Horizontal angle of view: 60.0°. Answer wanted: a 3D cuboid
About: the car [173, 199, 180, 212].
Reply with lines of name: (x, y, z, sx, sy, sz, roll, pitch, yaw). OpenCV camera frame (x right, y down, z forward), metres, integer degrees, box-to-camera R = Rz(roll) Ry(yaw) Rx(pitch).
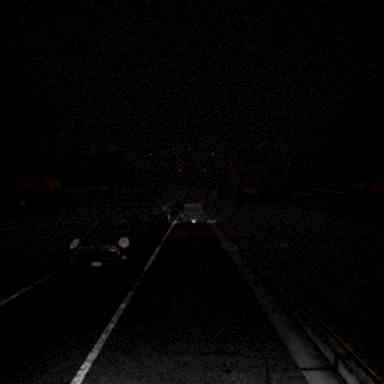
car: (-2.655, 1.796, 38.468, 1.802, 1.307, 4.206, -2, 0, 0)

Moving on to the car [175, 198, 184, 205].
car: (-2.654, 2.002, 70.611, 1.752, 1.417, 4.829, -2, 0, 0)

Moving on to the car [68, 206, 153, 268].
car: (-2.660, 1.486, 11.231, 1.967, 1.590, 4.097, -2, 0, 0)

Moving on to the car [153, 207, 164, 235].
car: (-2.653, 1.656, 16.673, 1.802, 1.307, 4.206, -1, 0, 0)

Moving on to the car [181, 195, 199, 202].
car: (0.102, 1.567, 38.545, 2.097, 1.767, 4.553, 0, 0, 0)

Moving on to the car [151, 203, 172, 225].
car: (-2.656, 1.656, 22.125, 2.008, 1.369, 4.403, -2, 0, 0)

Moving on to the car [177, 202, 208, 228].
car: (0.103, 1.637, 23.162, 1.812, 1.442, 4.674, 0, 0, 0)

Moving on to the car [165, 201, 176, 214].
car: (-2.656, 1.689, 27.574, 2.008, 1.369, 4.403, -2, 0, 0)

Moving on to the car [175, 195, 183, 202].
car: (-2.658, 1.874, 65.245, 1.967, 1.590, 4.097, -2, -1, 0)
